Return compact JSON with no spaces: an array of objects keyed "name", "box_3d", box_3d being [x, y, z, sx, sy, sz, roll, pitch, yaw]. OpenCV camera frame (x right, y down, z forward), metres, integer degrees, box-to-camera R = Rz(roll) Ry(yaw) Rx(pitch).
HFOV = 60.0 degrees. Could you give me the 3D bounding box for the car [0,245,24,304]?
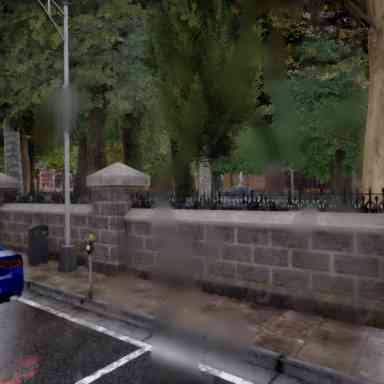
[{"name":"car","box_3d":[-5.489,1.481,6.963,5.008,1.535,1.882,0,0,36]}]
